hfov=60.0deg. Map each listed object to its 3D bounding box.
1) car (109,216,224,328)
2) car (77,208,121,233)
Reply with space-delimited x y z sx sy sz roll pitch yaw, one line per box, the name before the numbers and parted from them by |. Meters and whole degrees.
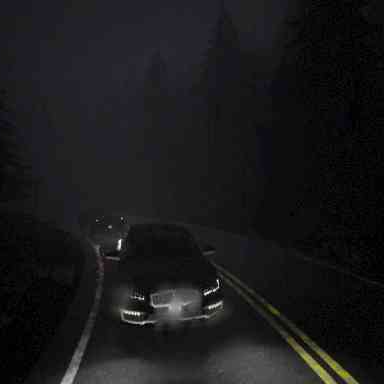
car | -0.742 1.504 7.346 1.837 1.490 4.892 -1 0 -12
car | -5.681 1.662 20.503 1.895 1.301 4.718 -3 1 -30
